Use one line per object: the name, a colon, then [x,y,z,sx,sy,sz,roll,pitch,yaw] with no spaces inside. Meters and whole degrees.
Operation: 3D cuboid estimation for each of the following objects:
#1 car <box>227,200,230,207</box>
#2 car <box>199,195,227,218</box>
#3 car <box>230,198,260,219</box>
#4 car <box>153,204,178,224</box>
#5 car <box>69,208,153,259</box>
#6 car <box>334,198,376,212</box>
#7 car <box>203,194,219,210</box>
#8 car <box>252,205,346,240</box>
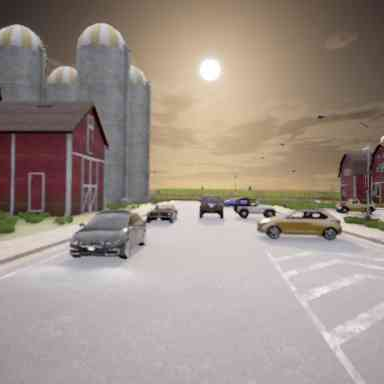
car: [7.303,1.735,55.051,4.611,1.667,2.242,1,0,4]
car: [1.830,1.332,31.370,2.150,2.045,5.566,1,0,3]
car: [5.783,1.481,30.893,3.866,1.878,1.905,1,0,4]
car: [-2.195,1.636,25.647,1.895,1.301,4.718,1,0,3]
car: [-2.953,1.494,12.627,1.837,1.490,4.892,1,0,3]
car: [19.650,1.710,40.229,4.605,1.855,1.932,1,0,4]
car: [2.790,1.393,48.221,2.150,2.045,5.566,1,0,4]
car: [5.499,1.634,17.401,4.193,1.474,1.816,1,0,4]
